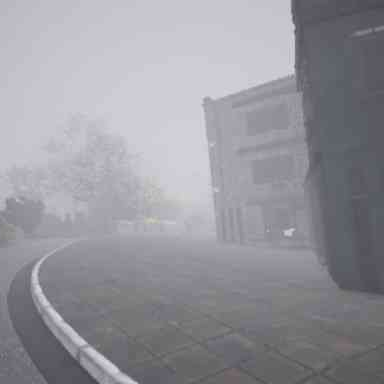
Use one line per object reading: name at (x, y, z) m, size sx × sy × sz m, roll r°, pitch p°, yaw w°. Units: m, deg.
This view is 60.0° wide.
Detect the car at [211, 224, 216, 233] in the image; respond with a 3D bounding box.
car at (4.391, 4.962, 46.546) m, size 2.128 × 1.511 × 4.902 m, roll -8°, pitch -9°, yaw 30°
